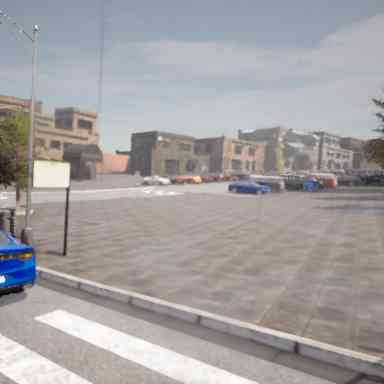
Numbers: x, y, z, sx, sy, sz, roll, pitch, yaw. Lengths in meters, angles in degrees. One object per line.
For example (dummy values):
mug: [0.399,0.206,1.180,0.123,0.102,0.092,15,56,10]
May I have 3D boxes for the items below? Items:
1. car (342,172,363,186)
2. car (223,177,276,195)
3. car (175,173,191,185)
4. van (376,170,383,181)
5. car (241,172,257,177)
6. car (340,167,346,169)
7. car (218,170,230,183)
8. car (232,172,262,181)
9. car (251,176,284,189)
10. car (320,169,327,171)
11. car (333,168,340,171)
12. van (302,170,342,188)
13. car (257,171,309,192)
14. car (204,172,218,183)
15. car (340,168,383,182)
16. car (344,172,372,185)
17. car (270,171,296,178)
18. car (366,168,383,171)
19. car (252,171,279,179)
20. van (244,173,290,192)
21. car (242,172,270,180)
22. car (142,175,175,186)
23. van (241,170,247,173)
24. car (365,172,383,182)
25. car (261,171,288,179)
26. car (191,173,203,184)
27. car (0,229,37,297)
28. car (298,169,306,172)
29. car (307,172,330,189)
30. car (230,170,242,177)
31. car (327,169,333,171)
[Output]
car: [23.186,-1.780,51.446,4.892,1.521,2.231,4,8,31]
car: [6.612,-0.532,38.592,5.008,1.535,2.097,5,7,32]
car: [-3.179,-1.929,52.424,4.792,1.488,2.163,3,6,30]
van: [37.318,-3.094,62.645,4.442,1.987,1.878,4,7,31]
car: [11.182,-2.193,56.397,4.718,1.301,1.895,-4,7,-35]
car: [35.334,-4.958,84.090,5.008,1.535,2.097,3,5,31]
car: [3.616,-2.629,58.045,4.553,1.767,2.185,3,6,30]
car: [10.546,-3.044,63.597,5.366,1.575,1.946,3,6,30]
car: [10.755,-1.450,47.719,1.837,1.490,4.892,-5,7,-26]
car: [28.519,-4.438,78.555,4.674,1.452,2.002,3,5,31]
car: [33.069,-4.805,82.236,5.008,1.535,2.097,3,6,31]
van: [18.557,-1.640,47.677,4.442,1.987,1.878,5,7,32]
car: [11.323,-1.139,42.236,5.566,2.045,2.435,5,8,32]
car: [1.299,-2.295,56.212,4.792,1.488,2.163,3,6,30]
car: [27.925,-2.392,55.142,5.566,2.045,2.435,4,7,31]
car: [25.564,-1.931,53.303,4.792,1.488,2.163,4,7,31]
car: [19.444,-3.767,71.130,4.892,1.521,2.231,3,6,30]
car: [32.606,-2.759,58.908,5.566,2.045,2.435,4,7,31]
car: [14.935,-3.378,67.403,4.792,1.488,2.163,3,6,30]
van: [9.084,-0.926,40.336,4.442,1.987,1.878,5,7,32]
car: [12.642,-3.230,65.561,5.008,1.535,2.097,3,6,30]
car: [-5.470,-1.738,50.556,4.674,1.452,2.002,3,6,30]
van: [8.020,-3.098,61.864,4.442,1.987,1.878,3,6,30]
car: [34.736,-2.709,60.929,5.366,1.575,1.946,4,8,31]
car: [17.170,-3.590,69.282,5.008,1.535,2.097,3,6,30]
car: [-0.917,-2.265,54.286,4.553,1.767,2.185,3,6,30]
car: [-5.467,1.377,7.438,5.008,1.535,1.882,1,1,36]
car: [21.711,-3.946,72.981,4.892,1.521,2.231,3,6,31]
car: [16.061,-1.371,45.926,4.553,1.767,2.185,5,7,32]
car: [5.856,-2.688,59.959,5.008,1.535,2.097,3,6,30]
car: [30.812,-4.767,80.361,4.553,1.767,2.185,3,6,31]
